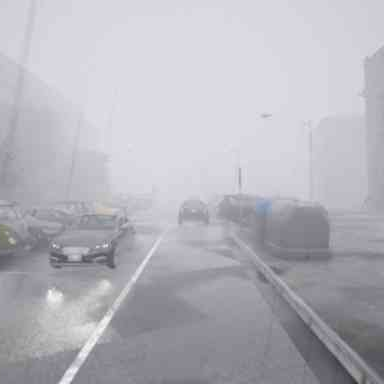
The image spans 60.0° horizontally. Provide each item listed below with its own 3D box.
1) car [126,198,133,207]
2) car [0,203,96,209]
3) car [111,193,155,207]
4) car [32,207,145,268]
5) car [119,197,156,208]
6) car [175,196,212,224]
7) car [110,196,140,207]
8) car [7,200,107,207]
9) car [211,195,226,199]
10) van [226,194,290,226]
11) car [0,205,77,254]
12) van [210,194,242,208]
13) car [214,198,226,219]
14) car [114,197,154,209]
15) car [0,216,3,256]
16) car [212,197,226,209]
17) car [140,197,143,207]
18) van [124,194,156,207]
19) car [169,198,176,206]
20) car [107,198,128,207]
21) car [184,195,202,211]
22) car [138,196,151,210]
[{"bbox_3d":[-7.677,1.482,27.539,4.792,1.488,2.163,0,0,0],"label":"car"},{"bbox_3d":[-7.643,1.465,16.366,4.892,1.521,2.231,0,0,0],"label":"car"},{"bbox_3d":[-7.619,1.187,41.508,5.566,2.045,2.435,0,0,0],"label":"car"},{"bbox_3d":[-3.099,1.480,11.251,2.128,1.511,4.902,0,0,0],"label":"car"},{"bbox_3d":[-7.676,1.486,47.075,4.792,1.488,2.163,0,0,0],"label":"car"},{"bbox_3d":[0.101,1.327,24.486,2.097,1.767,4.553,0,0,0],"label":"car"},{"bbox_3d":[-7.834,1.446,30.334,5.366,1.575,1.946,0,0,0],"label":"car"},{"bbox_3d":[-7.617,1.335,19.158,4.553,1.767,2.185,0,0,0],"label":"car"},{"bbox_3d":[4.868,1.438,38.853,5.366,1.575,1.946,0,0,0],"label":"car"},{"bbox_3d":[4.798,1.232,22.231,4.442,1.987,1.878,0,0,0],"label":"van"},{"bbox_3d":[-7.655,1.467,13.572,4.892,1.521,2.231,0,0,0],"label":"car"},{"bbox_3d":[4.800,1.234,47.338,4.442,1.987,1.878,0,-1,0],"label":"van"},{"bbox_3d":[4.679,1.489,30.605,4.674,1.452,2.002,0,0,0],"label":"car"},{"bbox_3d":[-7.646,1.439,44.243,5.008,1.535,2.097,0,0,0],"label":"car"},{"bbox_3d":[-7.644,1.472,7.860,5.008,1.535,2.097,0,0,0],"label":"car"},{"bbox_3d":[4.679,1.486,33.272,4.674,1.452,2.002,0,0,0],"label":"car"},{"bbox_3d":[-7.677,1.476,33.128,4.792,1.488,2.163,0,0,0],"label":"car"},{"bbox_3d":[-7.764,1.271,49.864,4.442,1.987,1.878,0,-1,0],"label":"van"},{"bbox_3d":[-2.997,1.725,57.797,1.882,1.535,5.008,0,-2,0],"label":"car"},{"bbox_3d":[-7.834,1.452,24.747,5.366,1.575,1.946,0,0,0],"label":"car"},{"bbox_3d":[0.103,1.310,41.382,2.097,1.767,4.553,0,0,0],"label":"car"},{"bbox_3d":[-7.618,1.471,38.715,4.792,1.488,2.163,0,0,0],"label":"car"}]
